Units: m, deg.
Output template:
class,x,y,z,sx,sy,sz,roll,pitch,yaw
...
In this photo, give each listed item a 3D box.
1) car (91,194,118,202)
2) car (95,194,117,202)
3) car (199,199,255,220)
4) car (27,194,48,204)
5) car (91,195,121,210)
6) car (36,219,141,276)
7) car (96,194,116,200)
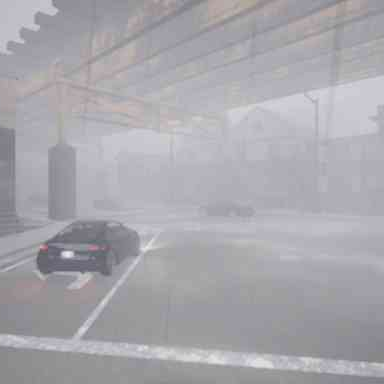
class,x,y,z,sx,sy,sz,roll,pitch,yaw
car,-16.811,1.130,64.059,4.974,1.542,2.038,0,0,-15
car,-17.488,1.112,67.728,2.038,1.542,4.974,0,0,15
car,2.734,1.342,27.003,1.882,1.535,5.008,0,0,-45
car,-26.095,1.069,56.195,2.097,1.767,4.553,0,0,-45
car,-10.416,1.361,40.226,1.994,1.385,4.181,0,0,-44
car,-2.932,1.512,10.288,1.994,1.385,4.181,0,0,5
car,-17.474,0.954,67.777,1.853,1.218,4.536,0,0,15
